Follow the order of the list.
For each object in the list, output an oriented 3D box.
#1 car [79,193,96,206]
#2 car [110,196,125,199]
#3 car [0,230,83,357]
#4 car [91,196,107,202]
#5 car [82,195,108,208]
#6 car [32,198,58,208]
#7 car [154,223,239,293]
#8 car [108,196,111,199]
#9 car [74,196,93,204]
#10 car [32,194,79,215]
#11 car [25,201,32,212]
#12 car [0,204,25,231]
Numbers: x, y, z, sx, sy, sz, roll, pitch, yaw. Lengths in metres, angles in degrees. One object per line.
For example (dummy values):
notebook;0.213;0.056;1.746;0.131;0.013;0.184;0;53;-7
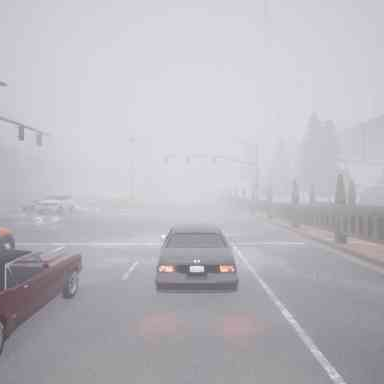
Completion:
car;-17.643;1.223;56.525;2.150;2.045;5.566;0;0;0
car;-14.098;1.601;65.641;1.895;1.301;4.718;0;0;0
car;-3.406;1.601;5.537;1.895;1.301;4.718;0;0;0
car;-21.082;1.540;75.480;2.033;1.411;5.357;0;0;0
car;-14.147;1.525;48.856;1.812;1.442;4.674;0;0;0
car;-21.144;1.563;48.074;1.994;1.385;4.181;0;0;0
car;0.090;1.547;8.994;2.033;1.411;5.357;0;0;0
car;-17.576;1.524;69.423;1.812;1.442;4.674;0;0;0
car;-21.081;1.548;64.899;2.033;1.411;5.357;0;0;0
car;-14.141;1.224;34.861;2.150;2.045;5.566;0;0;0
car;-17.640;1.601;38.133;1.895;1.301;4.718;0;0;0
car;-6.910;1.352;9.201;2.097;1.767;4.553;0;0;0
